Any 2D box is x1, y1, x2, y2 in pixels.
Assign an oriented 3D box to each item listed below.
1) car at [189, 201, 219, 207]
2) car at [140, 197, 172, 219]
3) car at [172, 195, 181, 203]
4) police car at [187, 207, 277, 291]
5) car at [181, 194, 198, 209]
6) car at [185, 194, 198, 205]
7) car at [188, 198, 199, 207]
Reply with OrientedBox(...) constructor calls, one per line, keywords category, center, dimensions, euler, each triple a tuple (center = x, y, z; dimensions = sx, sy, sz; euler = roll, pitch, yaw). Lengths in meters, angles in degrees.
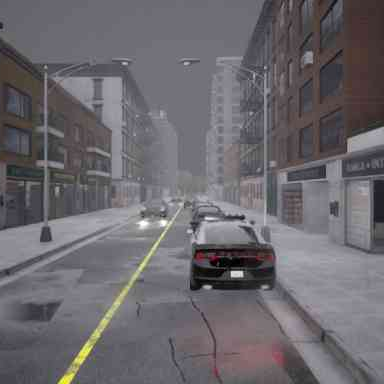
OrientedBox(category="car", center=(0.873, 1.501, 19.071), dimensions=(1.837, 1.490, 4.892), euler=(0, 0, 0))
OrientedBox(category="car", center=(-3.143, 1.343, 28.674), dimensions=(2.097, 1.767, 4.553), euler=(0, 0, 0))
OrientedBox(category="car", center=(-3.095, 1.431, 66.069), dimensions=(1.882, 1.535, 5.008), euler=(0, 0, 0))
OrientedBox(category="police car", center=(0.888, 1.424, 9.181), dimensions=(1.930, 1.638, 5.238), euler=(0, 0, 0))
OrientedBox(category="car", center=(-0.054, 1.328, 45.961), dimensions=(2.097, 1.767, 4.553), euler=(0, 0, 0))
OrientedBox(category="car", center=(-0.086, 1.313, 59.548), dimensions=(2.097, 1.767, 4.553), euler=(0, 0, 0))
OrientedBox(category="car", center=(0.864, 1.471, 25.071), dimensions=(1.882, 1.535, 5.008), euler=(0, 0, 0))
